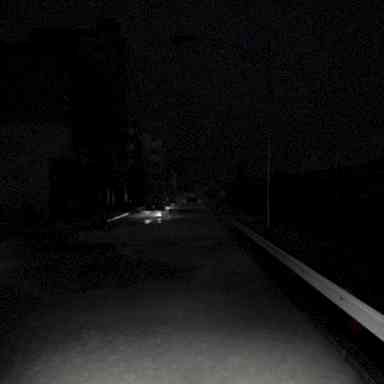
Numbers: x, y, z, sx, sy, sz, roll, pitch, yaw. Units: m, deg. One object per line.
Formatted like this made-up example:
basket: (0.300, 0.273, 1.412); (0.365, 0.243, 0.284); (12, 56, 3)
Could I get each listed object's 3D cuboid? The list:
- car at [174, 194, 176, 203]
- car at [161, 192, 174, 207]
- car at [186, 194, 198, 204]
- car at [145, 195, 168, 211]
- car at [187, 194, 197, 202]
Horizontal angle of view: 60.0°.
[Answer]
car: (-4.049, 0.969, 57.918); (2.150, 2.045, 5.566); (0, 0, 0)
car: (-4.098, 1.146, 47.344); (2.097, 1.767, 4.553); (0, 0, 0)
car: (-0.015, 1.238, 58.200); (2.128, 1.511, 4.902); (0, 0, 0)
car: (-4.103, 1.400, 37.614); (1.994, 1.385, 4.181); (0, 0, 0)
car: (-0.019, 1.124, 68.619); (1.882, 1.535, 5.008); (0, 0, 0)
